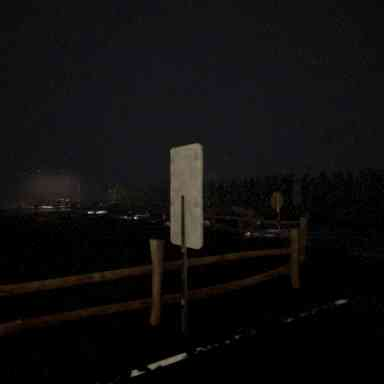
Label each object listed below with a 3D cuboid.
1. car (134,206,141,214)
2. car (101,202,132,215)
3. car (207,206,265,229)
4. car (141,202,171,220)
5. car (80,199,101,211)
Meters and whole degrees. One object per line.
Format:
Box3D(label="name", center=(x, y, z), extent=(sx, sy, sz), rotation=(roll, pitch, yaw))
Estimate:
Box3D(label="car", center=(-4.680, 1.828, 38.332), extent=(1.994, 1.385, 4.181), rotation=(0, 0, -35))
Box3D(label="car", center=(-8.129, 1.845, 38.104), extent=(2.033, 1.411, 5.357), rotation=(0, 0, -35))
Box3D(label="car", center=(2.867, 1.666, 22.627), extent=(1.812, 1.442, 4.674), rotation=(0, 0, -35))
Box3D(label="car", center=(-2.446, 1.720, 30.108), extent=(1.837, 1.490, 4.892), rotation=(0, 0, -35))
Box3D(label="car", center=(-14.070, 1.739, 46.523), extent=(2.097, 1.767, 4.553), rotation=(0, 0, -34))
